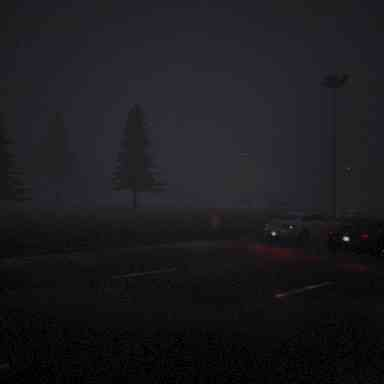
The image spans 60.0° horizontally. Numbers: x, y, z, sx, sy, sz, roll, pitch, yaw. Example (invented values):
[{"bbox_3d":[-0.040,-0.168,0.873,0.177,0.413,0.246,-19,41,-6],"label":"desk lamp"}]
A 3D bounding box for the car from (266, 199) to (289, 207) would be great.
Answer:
[{"bbox_3d":[16.161,2.037,62.945,1.837,1.490,4.892,1,0,-34],"label":"car"}]

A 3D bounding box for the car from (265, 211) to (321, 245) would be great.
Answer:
[{"bbox_3d":[5.612,1.676,16.447,4.674,1.442,1.812,0,0,-35],"label":"car"}]

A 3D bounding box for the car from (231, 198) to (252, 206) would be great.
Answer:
[{"bbox_3d":[9.825,2.012,65.958,1.837,1.490,4.892,1,-1,-35],"label":"car"}]

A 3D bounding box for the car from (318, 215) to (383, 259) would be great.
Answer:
[{"bbox_3d":[7.295,1.711,13.353,4.181,1.385,1.994,1,0,-35],"label":"car"}]
